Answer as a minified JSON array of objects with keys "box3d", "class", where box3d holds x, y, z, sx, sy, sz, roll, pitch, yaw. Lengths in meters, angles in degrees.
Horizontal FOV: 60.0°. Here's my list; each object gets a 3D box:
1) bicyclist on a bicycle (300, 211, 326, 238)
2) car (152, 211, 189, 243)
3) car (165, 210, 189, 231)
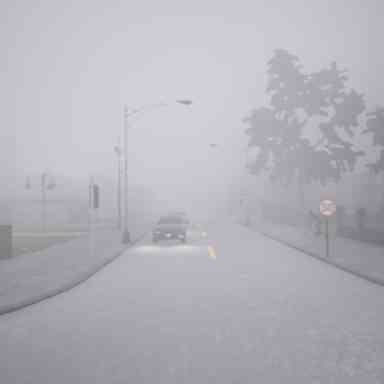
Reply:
[{"box3d":[7.114,1.911,19.411,1.656,1.620,0.582,-1,-2,0],"class":"bicyclist on a bicycle"},{"box3d":[-1.279,2.190,20.431,1.837,1.490,4.892,-1,-2,0],"class":"car"},{"box3d":[-1.282,2.463,29.705,1.882,1.535,5.008,-1,-2,0],"class":"car"}]
